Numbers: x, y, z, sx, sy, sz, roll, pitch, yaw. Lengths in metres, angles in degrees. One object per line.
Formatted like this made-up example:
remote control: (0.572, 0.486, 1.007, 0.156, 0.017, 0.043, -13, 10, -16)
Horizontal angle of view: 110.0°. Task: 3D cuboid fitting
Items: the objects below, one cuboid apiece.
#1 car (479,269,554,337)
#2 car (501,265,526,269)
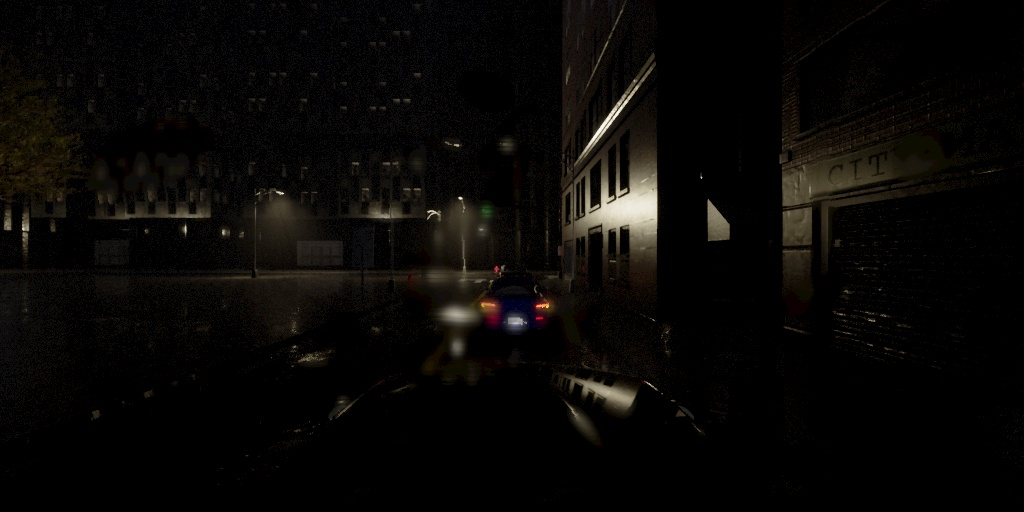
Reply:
car: (0.105, 1.275, 10.153, 1.812, 1.442, 4.674, 0, 0, 0)
car: (0.096, 1.241, 20.512, 2.128, 1.511, 4.902, 0, 0, 1)
